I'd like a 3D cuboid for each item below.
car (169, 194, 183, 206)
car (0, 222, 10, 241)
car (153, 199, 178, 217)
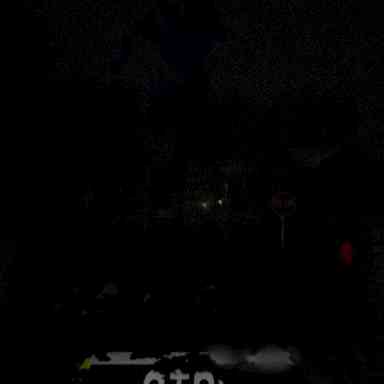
[{"bbox_3d":[-2.833,1.420,60.072,2.150,2.045,5.566,0,0,0],"label":"car"},{"bbox_3d":[-10.173,1.505,12.931,5.357,1.411,2.033,1,0,-7],"label":"car"},{"bbox_3d":[-2.797,1.690,33.919,2.033,1.411,5.357,0,0,0],"label":"car"}]
